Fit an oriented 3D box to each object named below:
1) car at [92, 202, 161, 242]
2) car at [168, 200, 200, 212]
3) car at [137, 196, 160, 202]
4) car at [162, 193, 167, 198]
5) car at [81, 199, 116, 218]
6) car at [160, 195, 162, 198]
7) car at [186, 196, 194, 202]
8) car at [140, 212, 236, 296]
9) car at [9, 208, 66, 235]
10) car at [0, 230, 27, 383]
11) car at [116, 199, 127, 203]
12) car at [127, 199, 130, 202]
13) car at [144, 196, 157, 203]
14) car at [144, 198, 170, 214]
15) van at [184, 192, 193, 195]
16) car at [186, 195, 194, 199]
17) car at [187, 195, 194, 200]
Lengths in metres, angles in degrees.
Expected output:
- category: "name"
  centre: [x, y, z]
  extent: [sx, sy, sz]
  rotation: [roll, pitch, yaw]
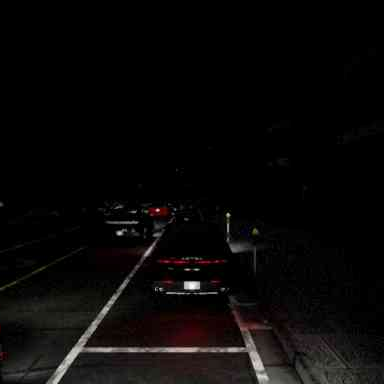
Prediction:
- category: "car"
  centre: [-2.997, 1.493, 16.335]
  extent: [2.128, 1.511, 4.902]
  rotation: [0, 0, 1]
- category: "car"
  centre: [-0.383, 1.551, 24.063]
  extent: [2.008, 1.369, 4.403]
  rotation: [0, 0, 0]
- category: "car"
  centre: [-5.791, 1.493, 42.383]
  extent: [2.128, 1.511, 4.902]
  rotation: [0, 0, 0]
- category: "car"
  centre: [-8.408, 1.519, 90.251]
  extent: [1.752, 1.417, 4.829]
  rotation: [0, 0, 0]
- category: "car"
  centre: [-8.408, 1.440, 29.575]
  extent: [1.967, 1.590, 4.097]
  rotation: [0, 0, 0]
- category: "car"
  centre: [-8.408, 1.543, 73.374]
  extent: [1.887, 1.381, 4.507]
  rotation: [0, 0, 0]
- category: "car"
  centre: [-0.383, 1.579, 79.064]
  extent: [1.802, 1.307, 4.206]
  rotation: [0, 0, 0]
- category: "car"
  centre: [0.000, 1.504, 8.650]
  extent: [1.837, 1.490, 4.892]
  rotation: [0, 0, 0]
- category: "car"
  centre: [-8.408, 1.582, 18.538]
  extent: [1.802, 1.307, 4.206]
  rotation: [0, 0, 0]
- category: "car"
  centre: [-3.019, 1.351, 1.623]
  extent: [2.097, 1.767, 4.553]
  rotation: [0, 0, 0]
- category: "car"
  centre: [-8.408, 1.525, 34.923]
  extent: [1.752, 1.417, 4.829]
  rotation: [0, 0, 0]
- category: "car"
  centre: [-8.408, 1.551, 40.611]
  extent: [2.008, 1.369, 4.403]
  rotation: [0, 0, 0]
- category: "car"
  centre: [-8.408, 1.549, 67.693]
  extent: [2.008, 1.369, 4.403]
  rotation: [0, 0, 0]
- category: "car"
  centre: [-2.995, 1.564, 31.379]
  extent: [1.994, 1.385, 4.181]
  rotation: [0, 0, 1]
- category: "van"
  centre: [-0.383, 1.339, 67.702]
  extent: [1.690, 1.788, 3.998]
  rotation: [0, 0, 0]
- category: "car"
  centre: [-0.383, 1.440, 35.101]
  extent: [1.967, 1.590, 4.097]
  rotation: [0, 0, 0]
- category: "car"
  centre: [-0.383, 1.575, 90.427]
  extent: [1.802, 1.307, 4.206]
  rotation: [0, 0, 0]
